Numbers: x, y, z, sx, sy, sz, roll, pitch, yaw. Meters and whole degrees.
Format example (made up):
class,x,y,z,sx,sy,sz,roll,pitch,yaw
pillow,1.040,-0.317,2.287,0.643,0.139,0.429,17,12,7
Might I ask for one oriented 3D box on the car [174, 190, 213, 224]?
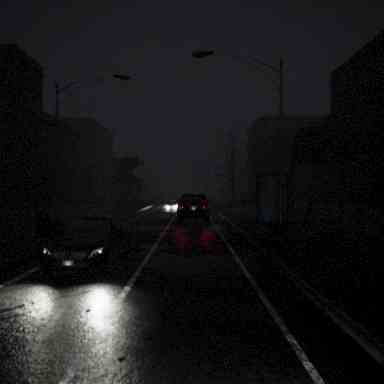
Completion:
class,x,y,z,sx,sy,sz,roll,pitch,yaw
car,0.100,1.112,23.850,2.150,2.045,5.566,0,1,0

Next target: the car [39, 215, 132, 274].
class,x,y,z,sx,sy,sz,roll,pitch,yaw
car,-3.102,1.495,10.636,1.812,1.442,4.674,0,0,0

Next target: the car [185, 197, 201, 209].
class,x,y,z,sx,sy,sz,roll,pitch,yaw
car,0.097,1.364,42.158,1.895,1.301,4.718,0,0,0

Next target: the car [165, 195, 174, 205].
class,x,y,z,sx,sy,sz,roll,pitch,yaw
car,-3.079,1.184,52.076,2.128,1.511,4.902,0,1,0
